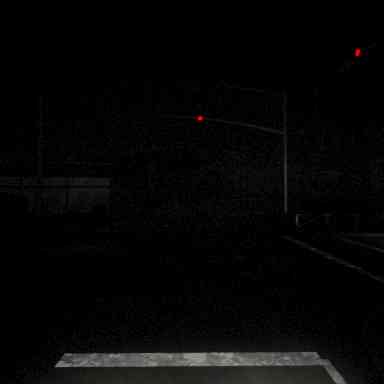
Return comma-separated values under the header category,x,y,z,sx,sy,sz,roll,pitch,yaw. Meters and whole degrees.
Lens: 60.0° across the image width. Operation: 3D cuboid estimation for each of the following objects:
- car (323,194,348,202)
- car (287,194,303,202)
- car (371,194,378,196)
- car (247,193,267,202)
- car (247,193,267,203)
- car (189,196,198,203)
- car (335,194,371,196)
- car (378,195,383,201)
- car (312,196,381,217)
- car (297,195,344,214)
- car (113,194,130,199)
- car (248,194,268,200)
category,x,y,z,sx,sy,sz,roll,pitch,yaw
car,31.326,1.298,72.731,4.514,1.523,2.007,0,0,0
car,21.338,1.097,65.757,4.605,1.855,1.932,0,0,0
car,38.387,1.232,69.091,3.806,1.475,1.970,0,0,0
car,13.459,1.077,69.018,3.866,1.878,1.905,0,0,0
car,12.859,1.361,65.692,3.806,1.475,1.970,0,0,0
car,0.282,1.547,69.721,2.033,1.411,5.357,0,0,0
car,20.657,1.320,43.305,3.633,1.501,1.845,0,0,0
car,38.731,1.154,62.675,5.027,1.636,2.152,0,0,0
car,13.084,1.340,28.298,4.514,1.523,2.007,0,0,0
car,13.021,1.330,31.435,5.027,1.636,2.152,0,0,0
car,-19.389,1.333,91.627,4.674,1.442,1.812,0,0,0
car,18.146,1.334,91.646,4.902,1.511,2.128,0,0,0
